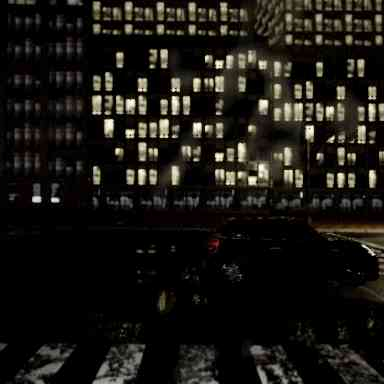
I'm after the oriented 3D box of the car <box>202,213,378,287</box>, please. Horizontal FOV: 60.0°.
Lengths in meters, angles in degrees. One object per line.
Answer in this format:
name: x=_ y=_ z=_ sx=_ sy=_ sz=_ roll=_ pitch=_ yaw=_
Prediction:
car: x=2.586 y=1.469 z=9.211 sx=4.553 sy=1.767 sz=2.097 roll=1 pitch=-1 yaw=-1
